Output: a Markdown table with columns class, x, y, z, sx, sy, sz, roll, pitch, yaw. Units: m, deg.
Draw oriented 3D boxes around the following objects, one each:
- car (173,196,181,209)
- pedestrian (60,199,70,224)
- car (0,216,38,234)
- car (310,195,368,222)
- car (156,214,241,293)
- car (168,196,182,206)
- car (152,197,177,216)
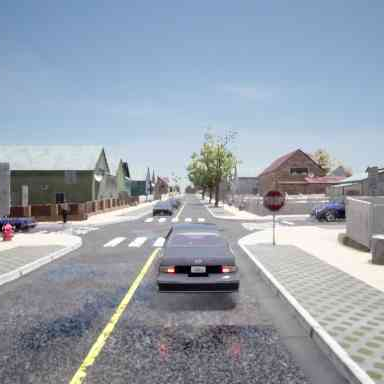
| class | x | y | z | sx | sy | sz | roll | pitch | yaw |
| --- | --- | --- | --- | --- | --- | --- | --- | --- | --- |
| car | -2.806 | 1.564 | 43.929 | 1.994 | 1.385 | 4.181 | 0 | 0 | 1 |
| pedestrian | -9.673 | 1.462 | 25.301 | 0.375 | 1.860 | 0.375 | 0 | 0 | 0 |
| car | -11.691 | 1.856 | 19.422 | 4.718 | 1.301 | 1.895 | -2 | -1 | 0 |
| car | 10.406 | 1.067 | 22.568 | 4.553 | 1.767 | 2.097 | -2 | -1 | 2 |
| car | 0.080 | 1.550 | 8.972 | 2.033 | 1.411 | 5.357 | 0 | 0 | -1 |
| car | -2.796 | 1.487 | 55.529 | 2.128 | 1.511 | 4.902 | 0 | 0 | 0 |
| car | -2.794 | 1.549 | 32.754 | 2.033 | 1.411 | 5.357 | 0 | 0 | -1 |
